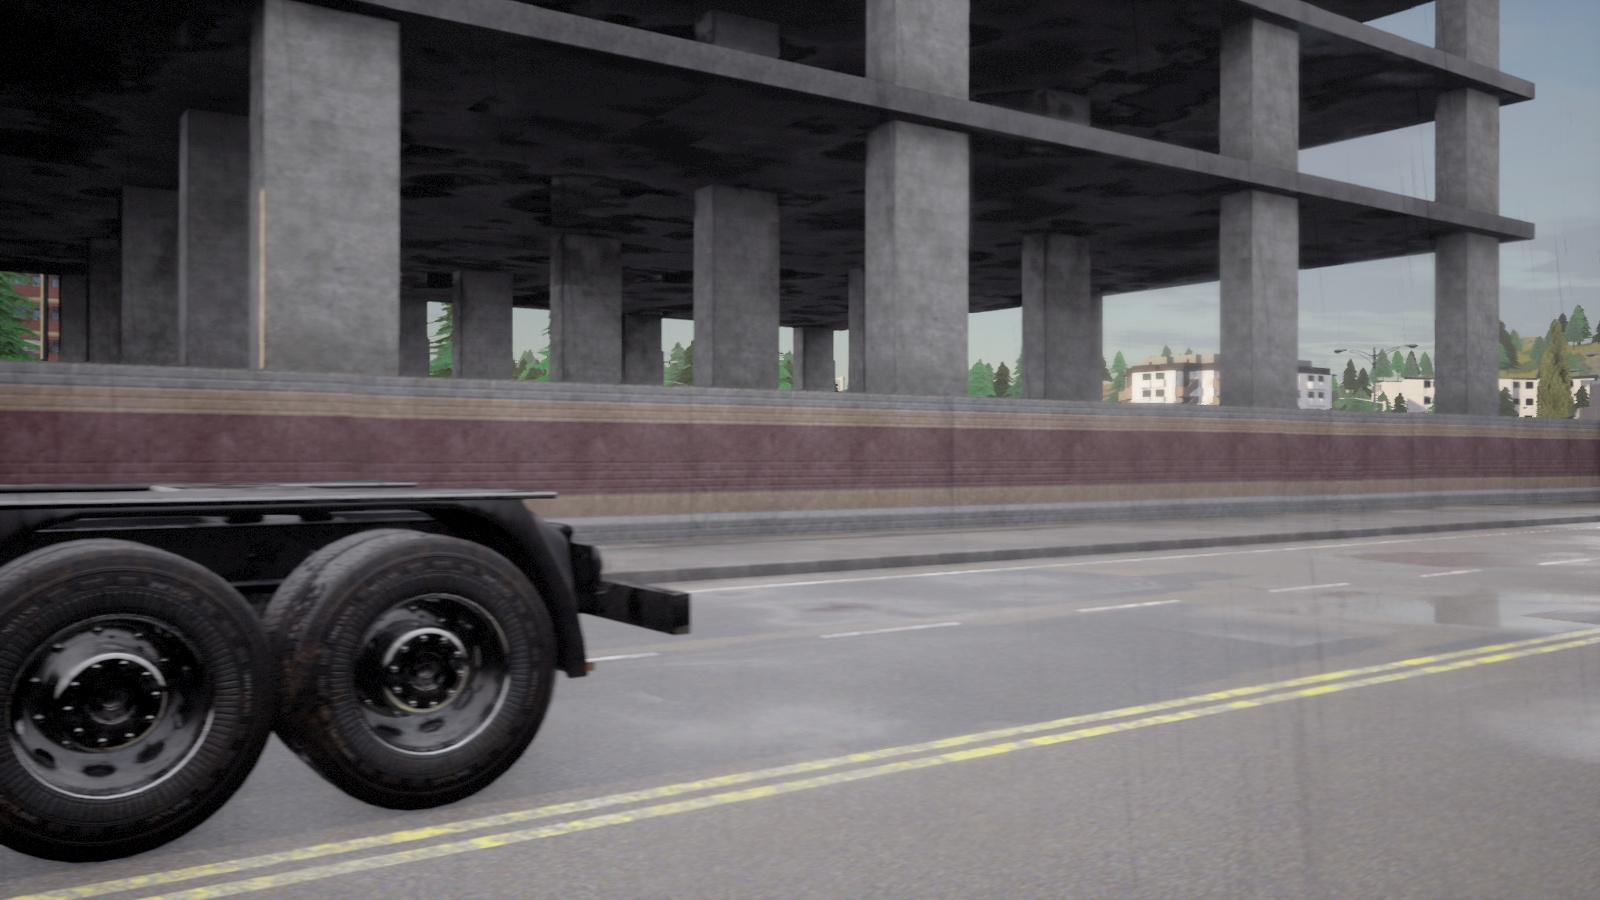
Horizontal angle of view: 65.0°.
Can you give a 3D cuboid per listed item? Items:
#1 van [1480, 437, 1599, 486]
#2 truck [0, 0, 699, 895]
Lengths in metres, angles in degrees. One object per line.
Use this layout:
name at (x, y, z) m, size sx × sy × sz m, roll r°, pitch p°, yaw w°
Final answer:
van at (32.437, 0.478, 54.737) m, size 2.069 × 2.038 × 4.480 m, roll 0°, pitch 0°, yaw -35°
truck at (-4.556, -0.216, 4.754) m, size 7.936 × 3.462 × 2.891 m, roll 0°, pitch 0°, yaw -35°
